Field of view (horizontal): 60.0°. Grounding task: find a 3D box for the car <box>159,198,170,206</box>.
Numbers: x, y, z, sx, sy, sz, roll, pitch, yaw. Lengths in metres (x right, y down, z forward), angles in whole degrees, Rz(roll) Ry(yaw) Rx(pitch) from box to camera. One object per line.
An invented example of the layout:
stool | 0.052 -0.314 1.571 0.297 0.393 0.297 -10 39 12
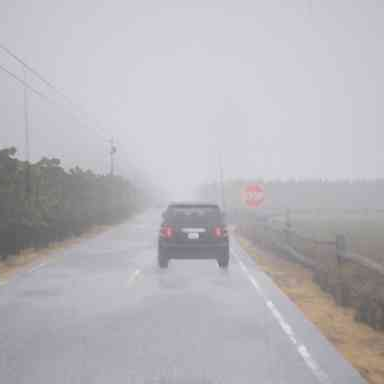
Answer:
car | -5.785 2.041 70.027 1.882 1.535 5.008 0 0 0

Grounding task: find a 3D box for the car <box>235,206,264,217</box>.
car | 3.461 1.754 25.606 5.357 1.411 2.033 0 -1 -44

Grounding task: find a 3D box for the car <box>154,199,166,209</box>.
car | -5.247 1.918 54.730 1.882 1.535 5.008 0 -1 -4

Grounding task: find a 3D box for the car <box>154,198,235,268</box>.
car | 0.059 1.319 11.878 2.150 2.045 5.566 0 0 0
